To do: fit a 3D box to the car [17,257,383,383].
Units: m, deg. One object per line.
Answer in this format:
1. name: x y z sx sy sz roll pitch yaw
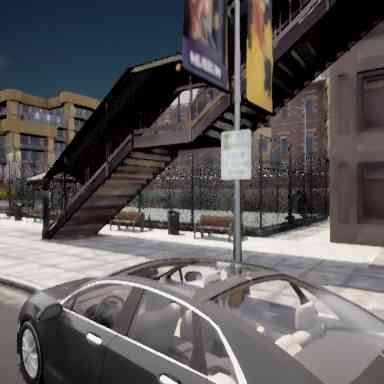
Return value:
1. car: -0.173 1.446 3.385 2.231 1.521 4.892 0 0 -45
